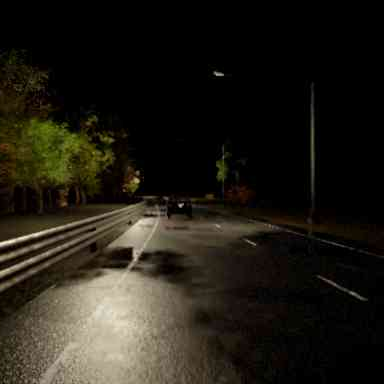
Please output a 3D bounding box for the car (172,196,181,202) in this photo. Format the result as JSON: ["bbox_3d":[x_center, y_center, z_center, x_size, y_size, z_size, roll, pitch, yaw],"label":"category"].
[{"bbox_3d":[-3.814,1.622,82.270,1.994,1.385,4.181,0,0,-7],"label":"car"}]

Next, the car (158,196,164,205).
[{"bbox_3d":[-4.736,1.624,61.752,2.033,1.411,5.357,0,0,-7],"label":"car"}]

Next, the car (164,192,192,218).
[{"bbox_3d":[-1.209,1.271,30.798,2.150,2.045,5.566,0,0,-5],"label":"car"}]

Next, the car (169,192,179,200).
[{"bbox_3d":[-5.034,1.139,92.233,2.150,2.045,5.566,0,0,-7],"label":"car"}]
